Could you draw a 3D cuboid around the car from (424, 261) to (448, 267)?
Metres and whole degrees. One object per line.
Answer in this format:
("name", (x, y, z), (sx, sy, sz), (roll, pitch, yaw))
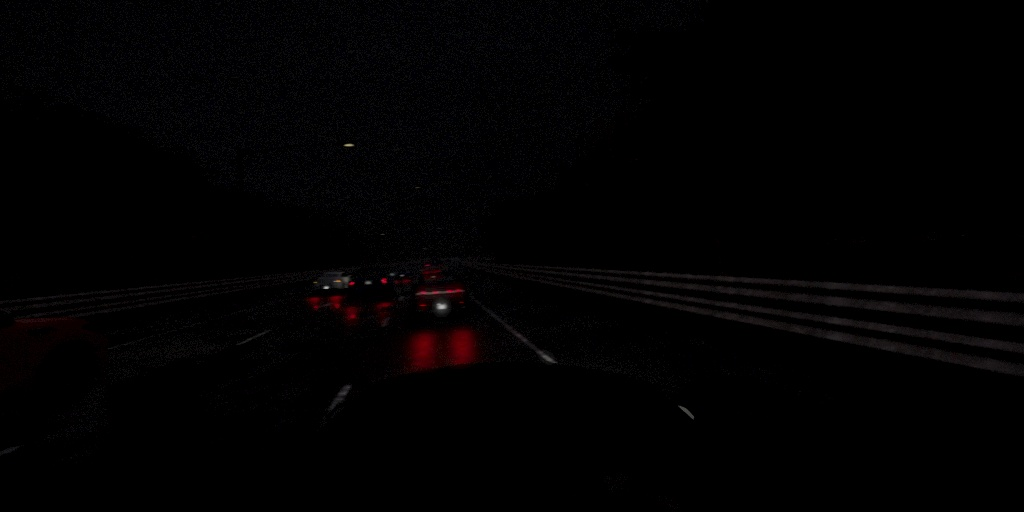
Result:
("car", (-6.741, 1.506, 30.733), (1.882, 1.535, 5.008), (-3, 0, -13))

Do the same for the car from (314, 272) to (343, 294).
("car", (-12.678, 1.840, 25.688), (1.812, 1.442, 4.674), (-3, 0, -13))

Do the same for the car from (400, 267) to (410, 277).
("car", (-12.592, 1.896, 41.750), (1.895, 1.301, 4.718), (-3, 0, -12))

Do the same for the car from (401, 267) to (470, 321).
("car", (-2.691, 1.341, 13.164), (2.128, 1.511, 4.902), (-3, 0, -14))

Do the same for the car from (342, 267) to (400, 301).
("car", (-7.951, 1.443, 20.651), (2.097, 1.767, 4.553), (-3, 0, -13))

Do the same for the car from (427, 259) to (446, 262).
("car", (-10.081, 1.392, 46.359), (2.150, 2.045, 5.566), (-3, 0, -12))

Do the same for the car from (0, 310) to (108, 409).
("car", (-7.481, 1.320, 3.617), (2.150, 2.045, 5.566), (-3, 0, -14))
